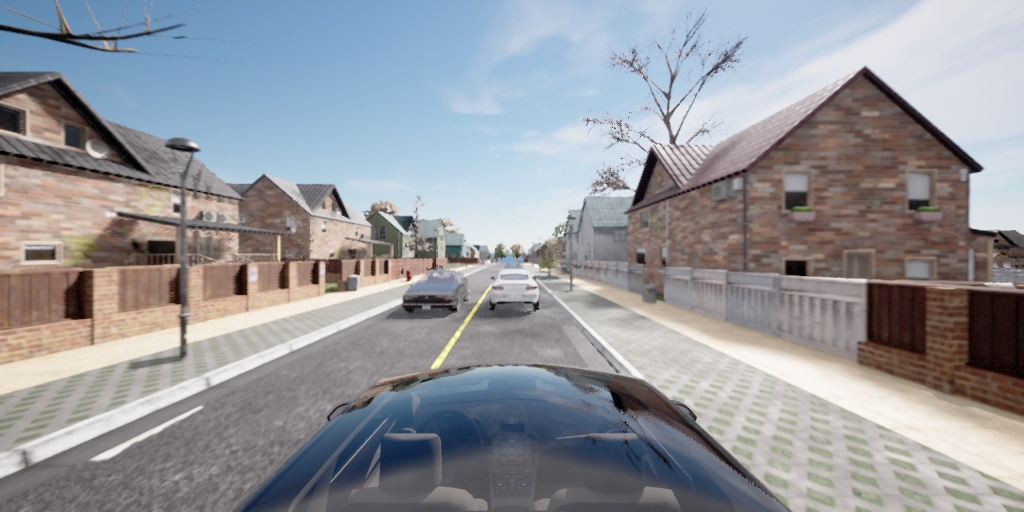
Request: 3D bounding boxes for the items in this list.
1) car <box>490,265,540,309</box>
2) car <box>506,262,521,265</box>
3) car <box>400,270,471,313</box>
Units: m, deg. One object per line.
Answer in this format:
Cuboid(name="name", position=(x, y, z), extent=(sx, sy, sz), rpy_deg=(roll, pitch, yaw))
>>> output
Cuboid(name="car", position=(0.088, 1.248, 14.560), extent=(1.812, 1.442, 4.674), rpy_deg=(0, 0, 0))
Cuboid(name="car", position=(0.104, 1.271, 33.008), extent=(2.033, 1.411, 5.357), rpy_deg=(0, 0, 0))
Cuboid(name="car", position=(-2.749, 1.270, 14.177), extent=(2.033, 1.411, 5.357), rpy_deg=(0, 0, 0))
